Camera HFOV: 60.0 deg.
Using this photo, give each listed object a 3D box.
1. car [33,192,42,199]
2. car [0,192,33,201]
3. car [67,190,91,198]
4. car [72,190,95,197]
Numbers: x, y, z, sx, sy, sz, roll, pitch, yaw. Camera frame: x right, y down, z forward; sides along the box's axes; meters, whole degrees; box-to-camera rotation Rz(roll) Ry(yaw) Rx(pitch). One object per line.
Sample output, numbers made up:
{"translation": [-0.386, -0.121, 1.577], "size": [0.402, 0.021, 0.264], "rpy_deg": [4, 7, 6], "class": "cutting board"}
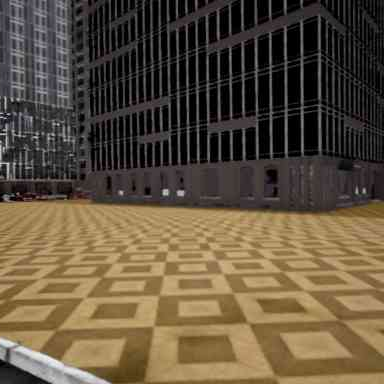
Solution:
{"translation": [-31.379, 0.639, 64.068], "size": [1.887, 1.381, 4.507], "rpy_deg": [1, 2, 43], "class": "car"}
{"translation": [-29.010, 0.871, 54.148], "size": [1.947, 1.339, 4.313], "rpy_deg": [1, 2, 43], "class": "car"}
{"translation": [-21.367, 0.519, 62.567], "size": [1.802, 1.307, 4.206], "rpy_deg": [1, 2, 43], "class": "car"}
{"translation": [-23.682, 0.292, 72.437], "size": [1.947, 1.339, 4.313], "rpy_deg": [1, 2, 43], "class": "car"}
